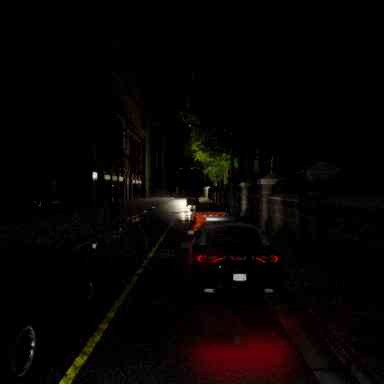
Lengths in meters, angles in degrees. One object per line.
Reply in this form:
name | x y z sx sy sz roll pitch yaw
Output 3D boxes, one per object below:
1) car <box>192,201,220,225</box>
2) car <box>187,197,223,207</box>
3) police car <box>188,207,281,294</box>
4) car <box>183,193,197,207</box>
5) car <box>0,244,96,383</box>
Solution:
car | 0.957 1.477 24.830 1.837 1.490 4.892 0 0 0
car | 0.942 1.336 18.800 2.097 1.767 4.553 0 0 0
police car | 0.920 1.423 8.940 1.930 1.638 5.238 0 0 0
car | 0.134 1.371 47.797 2.128 1.511 4.902 0 0 1
car | -2.988 1.564 5.241 1.994 1.385 4.181 0 0 0
